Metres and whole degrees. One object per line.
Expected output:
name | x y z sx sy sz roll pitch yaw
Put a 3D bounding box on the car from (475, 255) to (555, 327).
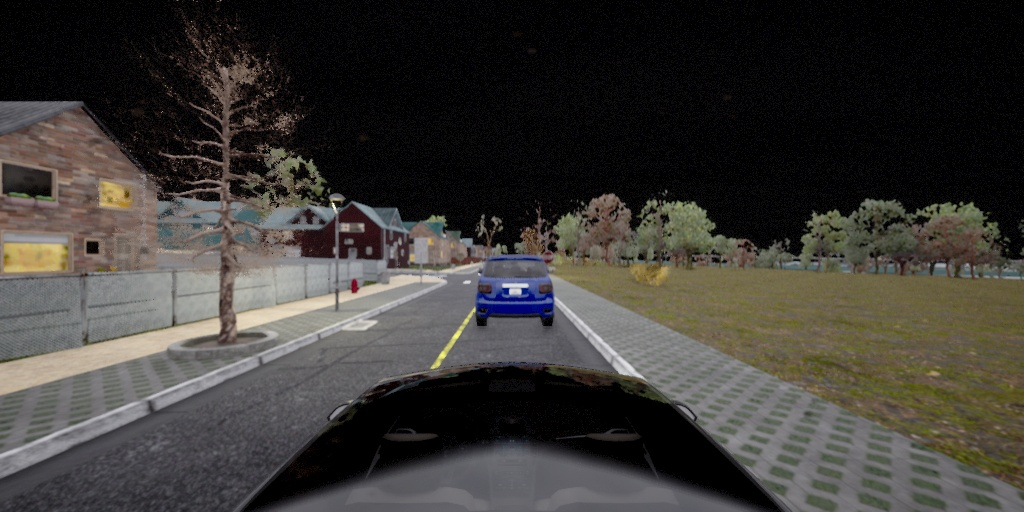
car | 0.073 0.974 11.634 2.150 2.045 5.566 0 0 0
